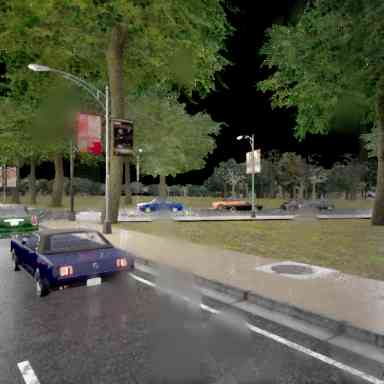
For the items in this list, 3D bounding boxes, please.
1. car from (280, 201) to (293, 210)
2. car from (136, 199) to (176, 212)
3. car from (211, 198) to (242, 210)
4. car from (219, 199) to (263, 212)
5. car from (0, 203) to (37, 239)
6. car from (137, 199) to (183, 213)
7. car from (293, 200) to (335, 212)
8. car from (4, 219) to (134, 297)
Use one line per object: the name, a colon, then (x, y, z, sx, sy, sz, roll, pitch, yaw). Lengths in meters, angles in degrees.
car: (14.440, 1.813, 46.303, 4.181, 1.385, 1.994, 0, 0, -14)
car: (-4.546, 1.660, 41.525, 4.674, 1.442, 1.812, 0, 0, -16)
car: (4.774, 1.541, 43.879, 4.553, 1.767, 2.097, 0, 0, -14)
car: (6.184, 1.794, 40.882, 4.718, 1.301, 1.895, 0, 0, -14)
car: (-8.875, 1.353, 15.899, 2.097, 1.767, 4.553, 0, 0, -37)
car: (-3.579, 1.614, 38.425, 5.008, 1.535, 1.882, 0, 0, -13)
car: (16.239, 1.747, 43.402, 4.902, 1.511, 2.128, 0, 0, -14)
car: (-3.413, 1.601, 8.759, 1.895, 1.301, 4.718, 0, 0, -38)
